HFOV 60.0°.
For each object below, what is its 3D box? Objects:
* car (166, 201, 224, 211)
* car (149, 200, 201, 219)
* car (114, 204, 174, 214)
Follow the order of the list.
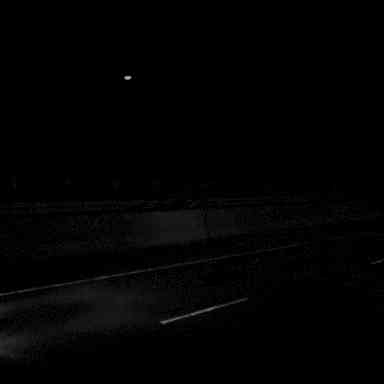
[{"bbox_3d":[0.518,1.416,26.080,4.674,1.442,1.812,-1,0,-36],"label":"car"},{"bbox_3d":[-1.449,1.462,28.965,4.181,1.385,1.994,-1,0,-36],"label":"car"},{"bbox_3d":[-3.657,1.562,18.681,4.718,1.301,1.895,-1,0,-36],"label":"car"}]
